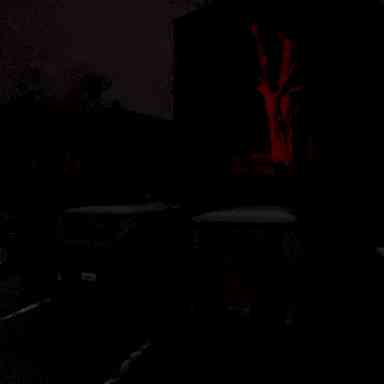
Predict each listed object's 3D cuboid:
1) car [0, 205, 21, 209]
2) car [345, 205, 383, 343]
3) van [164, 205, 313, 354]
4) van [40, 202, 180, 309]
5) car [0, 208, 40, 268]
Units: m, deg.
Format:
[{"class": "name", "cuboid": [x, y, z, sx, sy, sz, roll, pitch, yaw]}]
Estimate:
[{"class": "car", "cuboid": [-8.485, 1.354, 13.033, 2.185, 1.767, 4.553, 1, -1, 16]}, {"class": "car", "cuboid": [3.549, 1.235, 4.385, 2.435, 2.045, 5.566, 1, -1, 16]}, {"class": "van", "cuboid": [1.169, 1.261, 6.245, 1.878, 1.987, 4.442, 0, -1, 16]}, {"class": "van", "cuboid": [-1.240, 1.260, 7.964, 1.878, 1.987, 4.442, 0, -1, 16]}, {"class": "car", "cuboid": [-6.081, 1.482, 11.280, 2.231, 1.521, 4.892, 0, -1, 15]}]
